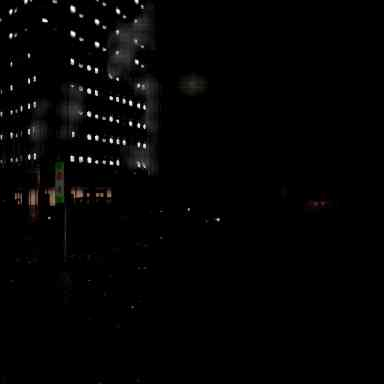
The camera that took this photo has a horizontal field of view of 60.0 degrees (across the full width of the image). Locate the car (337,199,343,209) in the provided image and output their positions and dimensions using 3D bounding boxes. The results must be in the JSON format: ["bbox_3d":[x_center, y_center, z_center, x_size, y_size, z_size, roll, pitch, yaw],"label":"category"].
[{"bbox_3d":[21.914,1.817,51.071,1.882,1.535,5.008,0,0,31],"label":"car"}]

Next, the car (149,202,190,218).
[{"bbox_3d":[-2.125,1.715,32.431,1.837,1.490,4.892,0,-1,35],"label":"car"}]

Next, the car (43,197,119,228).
[{"bbox_3d":[-7.813,1.366,24.113,2.150,2.045,5.566,0,-1,34],"label":"car"}]

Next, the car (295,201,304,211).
[{"bbox_3d":[14.118,1.900,44.697,1.895,1.301,4.718,0,-1,33],"label":"car"}]

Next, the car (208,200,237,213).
[{"bbox_3d":[3.776,1.753,41.100,1.882,1.535,5.008,0,-1,34],"label":"car"}]

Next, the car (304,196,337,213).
[{"bbox_3d":[16.400,1.502,42.254,2.150,2.045,5.566,0,-1,34],"label":"car"}]

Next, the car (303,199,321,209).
[{"bbox_3d":[19.136,1.880,52.758,1.812,1.442,4.674,0,0,31],"label":"car"}]

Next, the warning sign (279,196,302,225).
[{"bbox_3d":[6.804,1.251,22.976,1.300,1.860,1.060,0,0,34],"label":"warning sign"}]
